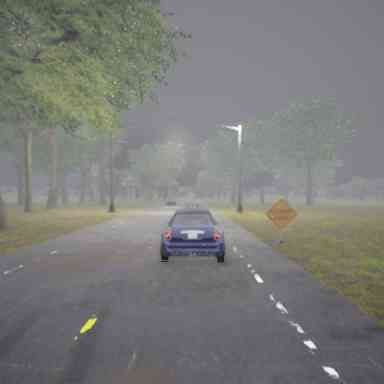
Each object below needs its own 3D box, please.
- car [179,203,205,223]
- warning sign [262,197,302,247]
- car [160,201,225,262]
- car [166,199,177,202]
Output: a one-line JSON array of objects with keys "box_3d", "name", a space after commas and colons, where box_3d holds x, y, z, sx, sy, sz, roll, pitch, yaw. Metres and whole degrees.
[{"box_3d": [0.032, 1.671, 27.755, 1.994, 1.385, 4.181, 0, 0, 1], "name": "car"}, {"box_3d": [3.557, 1.163, 13.271, 1.300, 1.860, 1.060, 1, 1, 0], "name": "warning sign"}, {"box_3d": [0.037, 1.396, 12.477, 2.097, 1.767, 4.553, 0, 0, 0], "name": "car"}, {"box_3d": [-3.568, 1.872, 58.765, 1.895, 1.301, 4.718, 0, 0, 1], "name": "car"}]
